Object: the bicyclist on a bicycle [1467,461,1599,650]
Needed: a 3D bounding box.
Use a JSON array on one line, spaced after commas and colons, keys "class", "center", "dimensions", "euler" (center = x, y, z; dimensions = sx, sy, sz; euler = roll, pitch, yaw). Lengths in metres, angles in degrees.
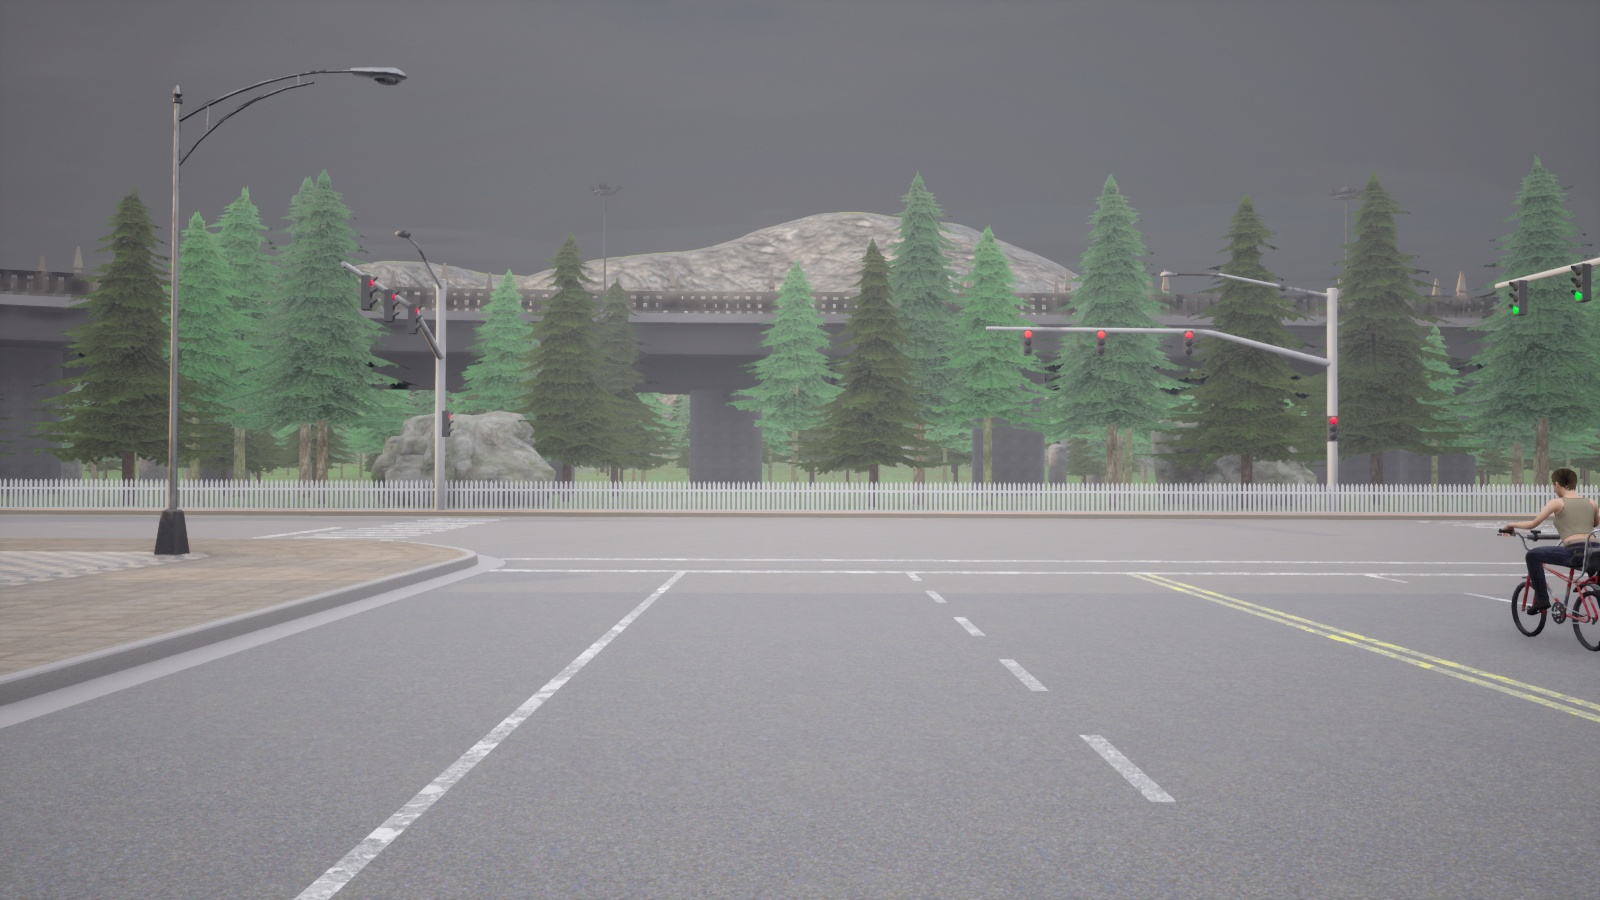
[{"class": "bicyclist on a bicycle", "center": [6.975, 0.916, 11.527], "dimensions": [0.866, 1.612, 1.509], "euler": [0, -1, 0]}]
